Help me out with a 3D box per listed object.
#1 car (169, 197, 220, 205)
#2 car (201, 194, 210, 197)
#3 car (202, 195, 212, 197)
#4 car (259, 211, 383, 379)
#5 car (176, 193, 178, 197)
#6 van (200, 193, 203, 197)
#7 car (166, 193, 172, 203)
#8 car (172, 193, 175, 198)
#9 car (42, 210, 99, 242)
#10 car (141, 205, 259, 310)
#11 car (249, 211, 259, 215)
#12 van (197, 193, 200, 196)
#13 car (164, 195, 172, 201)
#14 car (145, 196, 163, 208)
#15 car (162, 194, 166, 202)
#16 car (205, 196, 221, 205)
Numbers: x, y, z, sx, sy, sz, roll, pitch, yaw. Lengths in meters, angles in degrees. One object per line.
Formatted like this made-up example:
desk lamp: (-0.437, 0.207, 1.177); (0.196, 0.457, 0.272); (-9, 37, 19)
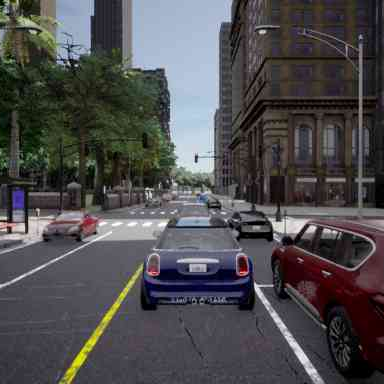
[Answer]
car: (0.102, 1.348, 17.484); (2.097, 1.767, 4.553); (0, 0, 0)
car: (2.763, 1.499, 53.748); (1.752, 1.417, 4.829); (0, 0, 0)
car: (2.762, 1.544, 48.158); (1.947, 1.339, 4.313); (0, 0, 0)
car: (2.758, 1.314, 5.450); (2.192, 1.841, 5.009); (0, 0, 0)
car: (-5.760, 1.239, 91.541); (2.192, 1.841, 5.009); (0, 0, 0)
van: (2.762, 1.309, 58.999); (1.690, 1.788, 3.998); (0, 0, 0)
car: (-5.762, 1.396, 69.860); (1.967, 1.590, 4.097); (0, 0, 0)
car: (-5.762, 1.264, 75.280); (2.192, 1.841, 5.009); (0, 0, 0)
car: (-5.765, 1.578, 16.319); (1.802, 1.307, 4.206); (0, 0, 0)
car: (0.103, 1.351, 7.950); (2.097, 1.767, 4.553); (0, 0, 0)
car: (2.760, 1.562, 16.301); (1.947, 1.339, 4.313); (0, 0, 0)
van: (2.764, 1.282, 80.680); (1.690, 1.788, 3.998); (0, 0, 0)
car: (-5.761, 1.466, 80.531); (1.752, 1.417, 4.829); (0, 0, 0)
car: (-5.763, 1.529, 48.178); (2.008, 1.369, 4.403); (0, 0, 0)
car: (-5.763, 1.414, 53.598); (1.967, 1.590, 4.097); (0, 0, 0)
car: (2.762, 1.547, 42.738); (1.947, 1.339, 4.313); (0, 0, 0)
